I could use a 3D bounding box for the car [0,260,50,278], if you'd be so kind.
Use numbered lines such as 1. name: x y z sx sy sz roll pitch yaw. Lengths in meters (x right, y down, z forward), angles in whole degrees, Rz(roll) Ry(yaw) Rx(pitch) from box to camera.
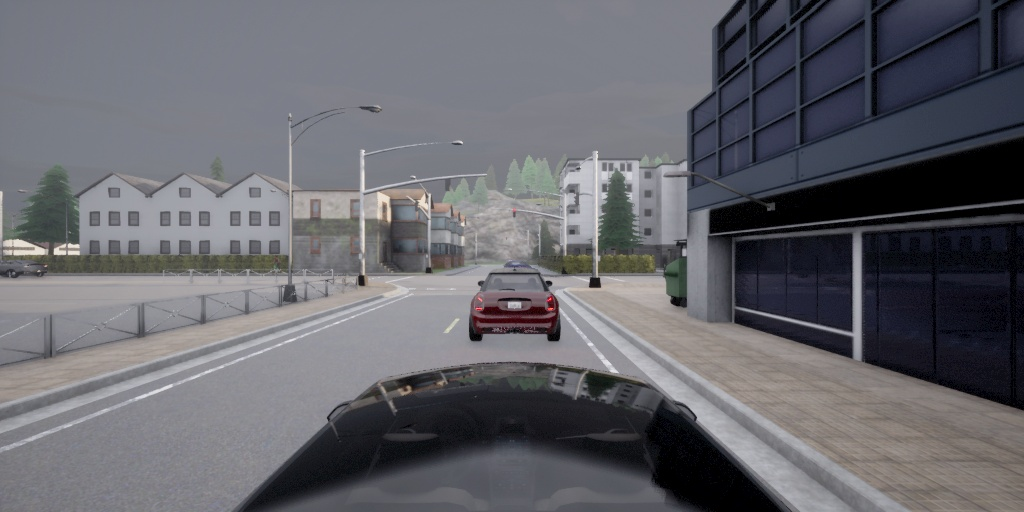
1. car: -42.102 1.065 30.105 4.902 1.511 2.128 0 0 0

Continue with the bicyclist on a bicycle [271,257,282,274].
1. bicyclist on a bicycle: -22.211 0.874 33.856 0.582 1.620 1.656 0 0 0

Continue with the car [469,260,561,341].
1. car: 0.085 1.102 10.014 2.097 1.767 4.553 0 0 1
